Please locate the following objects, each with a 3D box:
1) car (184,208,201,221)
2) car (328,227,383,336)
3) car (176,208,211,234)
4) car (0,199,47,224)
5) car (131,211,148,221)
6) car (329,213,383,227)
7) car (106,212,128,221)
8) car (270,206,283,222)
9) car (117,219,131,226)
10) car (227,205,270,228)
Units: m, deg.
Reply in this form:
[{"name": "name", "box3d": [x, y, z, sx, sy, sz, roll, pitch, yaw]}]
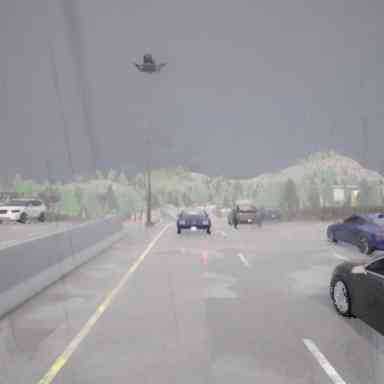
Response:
[{"name": "car", "box3d": [0.095, 2.583, 37.571, 1.812, 1.442, 4.674, 0, -5, 0]}, {"name": "car", "box3d": [3.599, 1.520, 4.561, 1.837, 1.490, 4.892, 0, 0, 0]}, {"name": "car", "box3d": [0.098, 1.691, 19.810, 1.895, 1.301, 4.718, 0, -1, 0]}, {"name": "car", "box3d": [-14.099, 1.568, 27.561, 2.150, 2.045, 5.566, 0, -3, 0]}, {"name": "car", "box3d": [-7.078, 3.380, 46.375, 2.097, 1.767, 4.553, 0, -7, 0]}, {"name": "car", "box3d": [7.098, 1.569, 13.284, 1.812, 1.442, 4.674, 0, 0, 0]}, {"name": "car", "box3d": [-10.571, 3.512, 46.413, 1.882, 1.535, 5.008, 0, -8, 0]}, {"name": "car", "box3d": [7.097, 2.089, 31.281, 1.812, 1.442, 4.674, 0, -4, 0]}, {"name": "car", "box3d": [-14.009, 6.345, 68.604, 1.895, 1.301, 4.718, 0, -7, 0]}, {"name": "car", "box3d": [3.598, 1.661, 23.110, 2.128, 1.511, 4.902, 0, -2, 0]}]
